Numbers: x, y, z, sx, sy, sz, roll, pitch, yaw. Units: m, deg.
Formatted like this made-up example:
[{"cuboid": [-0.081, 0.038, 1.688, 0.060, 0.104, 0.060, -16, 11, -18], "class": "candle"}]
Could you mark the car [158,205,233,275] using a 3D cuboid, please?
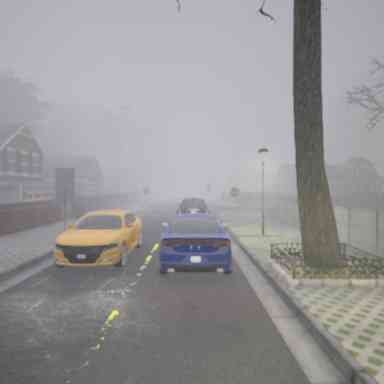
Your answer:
[{"cuboid": [0.092, 1.368, 10.122, 1.882, 1.535, 5.008, 0, 1, 0], "class": "car"}]

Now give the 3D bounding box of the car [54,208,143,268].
[{"cuboid": [-2.843, 1.358, 11.040, 1.882, 1.535, 5.008, 0, 1, 0], "class": "car"}]

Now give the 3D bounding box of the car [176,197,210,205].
[{"cuboid": [0.076, 1.122, 21.107, 2.097, 1.767, 4.553, 0, 1, 0], "class": "car"}]
